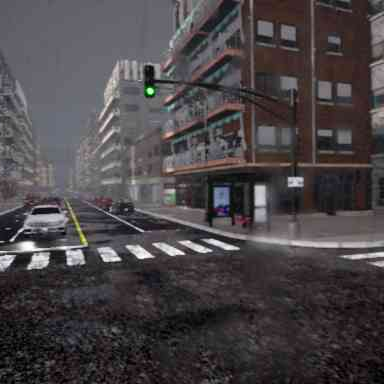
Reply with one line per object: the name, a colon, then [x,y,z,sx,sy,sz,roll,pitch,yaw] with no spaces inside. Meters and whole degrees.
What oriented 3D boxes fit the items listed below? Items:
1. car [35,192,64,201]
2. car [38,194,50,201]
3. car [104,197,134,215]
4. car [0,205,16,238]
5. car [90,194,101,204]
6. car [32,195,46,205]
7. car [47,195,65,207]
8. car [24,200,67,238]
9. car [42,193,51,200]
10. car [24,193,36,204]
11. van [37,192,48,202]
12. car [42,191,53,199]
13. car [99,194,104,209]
car: [-12.029,1.164,28.692,2.097,1.767,4.553,-1,1,-21]
car: [-30.649,1.145,69.036,2.008,1.369,4.403,-2,1,-21]
car: [-6.367,1.234,30.101,2.008,1.369,4.403,-2,1,-21]
car: [-10.050,1.388,16.547,1.967,1.590,4.097,-2,1,-21]
car: [-14.610,0.982,51.094,1.967,1.590,4.097,-2,1,-21]
car: [-24.407,1.227,53.131,1.752,1.417,4.829,-2,1,-21]
car: [-19.030,1.182,46.706,2.128,1.511,4.902,-1,1,-21]
car: [-7.635,1.413,17.493,1.812,1.442,4.674,-1,1,-21]
car: [-34.708,1.048,79.375,1.752,1.417,4.829,-2,1,-21]
car: [-20.354,1.087,42.788,2.192,1.841,5.009,-2,1,-21]
van: [-28.594,0.971,63.785,1.690,1.788,3.998,-2,1,-21]
car: [-36.835,0.801,84.779,2.192,1.841,5.009,-2,1,-21]
car: [-8.427,1.192,35.349,1.887,1.381,4.507,-2,1,-21]
